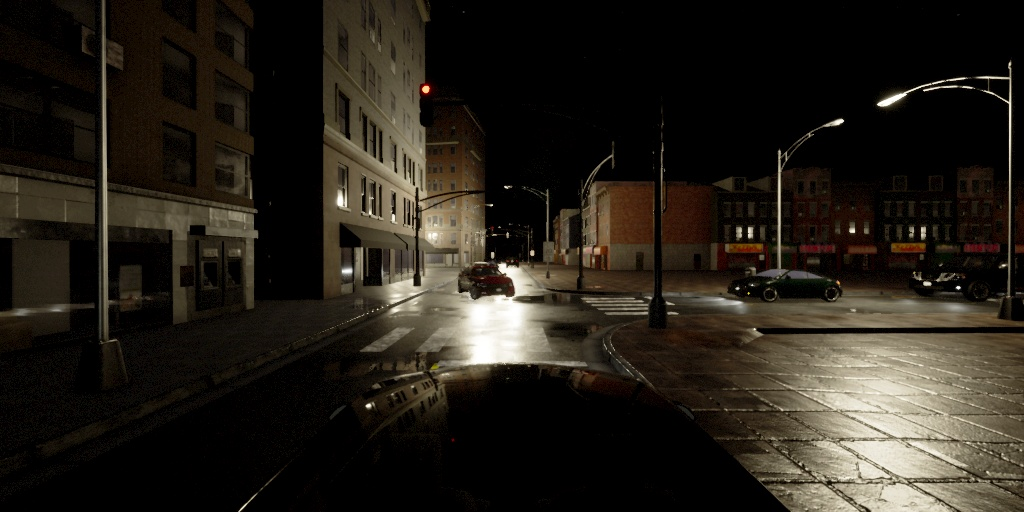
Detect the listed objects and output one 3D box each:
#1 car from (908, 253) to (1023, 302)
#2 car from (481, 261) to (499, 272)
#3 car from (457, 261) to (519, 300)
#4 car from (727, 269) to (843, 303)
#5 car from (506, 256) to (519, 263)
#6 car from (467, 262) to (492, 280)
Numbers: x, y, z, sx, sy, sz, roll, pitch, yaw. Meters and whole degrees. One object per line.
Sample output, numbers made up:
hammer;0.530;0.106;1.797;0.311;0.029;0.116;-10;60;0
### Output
car;21.320;0.884;16.038;5.566;2.045;2.150;0;0;0
car;-2.819;1.323;46.185;1.994;1.385;4.181;0;0;0
car;-1.461;1.227;18.204;1.882;1.535;5.008;0;0;-21
car;12.042;1.261;15.988;4.181;1.385;1.994;0;0;0
car;0.080;0.991;61.384;2.150;2.045;5.566;0;0;0
car;-2.856;1.278;32.478;1.812;1.442;4.674;0;0;0
